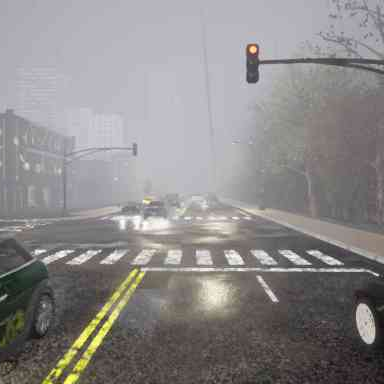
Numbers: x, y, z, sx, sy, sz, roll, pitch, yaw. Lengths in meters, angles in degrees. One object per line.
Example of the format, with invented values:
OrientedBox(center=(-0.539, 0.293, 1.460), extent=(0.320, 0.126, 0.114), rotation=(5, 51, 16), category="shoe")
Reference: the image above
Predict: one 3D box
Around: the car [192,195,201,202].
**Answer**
OrientedBox(center=(1.124, 1.509, 76.718), extent=(2.033, 1.411, 5.357), rotation=(0, 0, 1), category="car")

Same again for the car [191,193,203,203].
OrientedBox(center=(1.071, 1.197, 66.094), extent=(2.150, 2.045, 5.566), rotation=(0, 0, 1), category="car")

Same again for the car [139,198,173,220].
OrientedBox(center=(-2.936, 1.498, 28.239), extent=(1.837, 1.490, 4.892), rotation=(0, 0, 1), category="car")

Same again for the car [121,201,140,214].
OrientedBox(center=(-6.093, 1.590, 35.216), extent=(1.895, 1.301, 4.718), rotation=(0, 0, 1), category="car")

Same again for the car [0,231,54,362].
OrientedBox(center=(-3.300, 1.351, 3.484), extent=(2.097, 1.767, 4.553), rotation=(0, 0, 1), category="car")

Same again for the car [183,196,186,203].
OrientedBox(center=(-2.281, 1.522, 67.350), extent=(2.033, 1.411, 5.357), rotation=(0, 0, 1), category="car")

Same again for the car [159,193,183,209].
OrientedBox(center=(-2.693, 1.206, 44.850), extent=(2.150, 2.045, 5.566), rotation=(0, 0, 1), category="car")

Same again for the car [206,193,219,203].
OrientedBox(center=(4.320, 1.480, 66.131), extent=(1.837, 1.490, 4.892), rotation=(0, 0, 1), category="car")

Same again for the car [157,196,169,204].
OrientedBox(center=(-5.583, 1.482, 65.268), extent=(1.837, 1.490, 4.892), rotation=(0, 0, 1), category="car")

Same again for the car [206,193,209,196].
OrientedBox(center=(4.373, 1.195, 76.594), extent=(2.150, 2.045, 5.566), rotation=(0, 0, 1), category="car")

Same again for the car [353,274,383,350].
OrientedBox(center=(3.393, 1.477, 3.176), extent=(1.882, 1.535, 5.008), rotation=(0, 0, 1), category="car")
